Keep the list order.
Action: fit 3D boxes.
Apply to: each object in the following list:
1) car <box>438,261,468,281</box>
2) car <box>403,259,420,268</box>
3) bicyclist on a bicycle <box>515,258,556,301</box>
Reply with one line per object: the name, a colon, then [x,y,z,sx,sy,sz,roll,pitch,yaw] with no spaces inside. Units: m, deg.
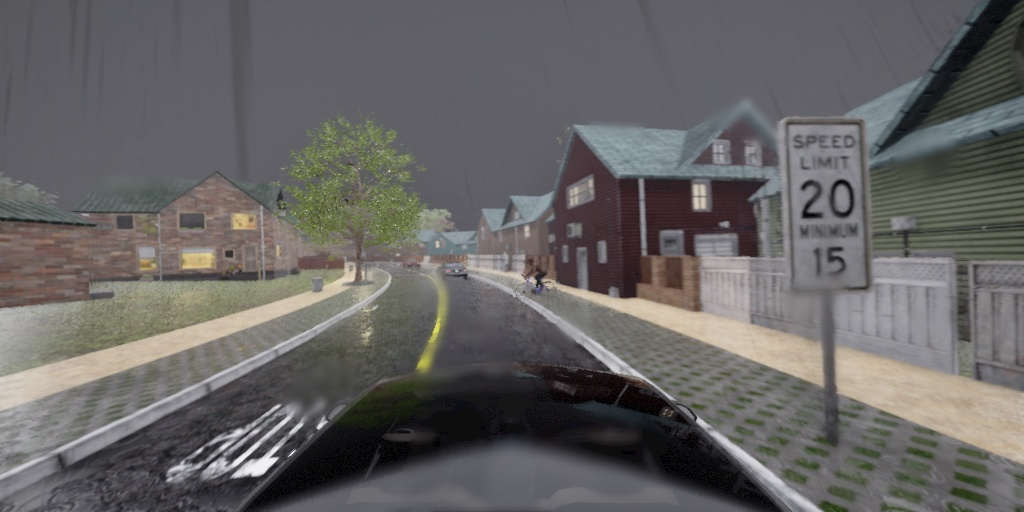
car: [-4.787,1.144,28.639,2.033,1.411,5.357,-2,1,-17]
car: [-14.829,1.074,52.648,1.895,1.301,4.718,-2,1,-26]
bicyclist on a bicycle: [0.910,0.912,14.000,1.656,1.620,0.582,-4,1,-10]
